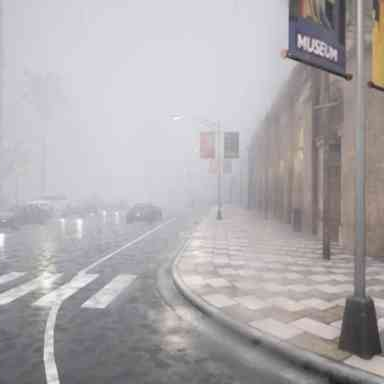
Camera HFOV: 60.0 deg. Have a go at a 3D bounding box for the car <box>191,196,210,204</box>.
[{"bbox_3d":[1.535,1.440,61.180,1.882,1.535,5.008,-2,-1,26],"label":"car"}]

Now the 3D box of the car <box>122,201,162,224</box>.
[{"bbox_3d":[-3.493,1.543,24.859,1.994,1.385,4.181,0,0,5],"label":"car"}]

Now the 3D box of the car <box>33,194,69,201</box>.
[{"bbox_3d":[-13.516,1.176,31.594,2.150,2.045,5.566,0,0,5],"label":"car"}]

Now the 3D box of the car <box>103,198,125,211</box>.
[{"bbox_3d":[-9.136,1.474,40.368,1.812,1.442,4.674,0,0,6],"label":"car"}]

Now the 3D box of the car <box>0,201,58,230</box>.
[{"bbox_3d":[-10.951,1.515,21.136,2.033,1.411,5.357,0,0,5],"label":"car"}]

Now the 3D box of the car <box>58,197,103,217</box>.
[{"bbox_3d":[-10.098,1.484,30.526,1.812,1.442,4.674,0,0,6],"label":"car"}]
